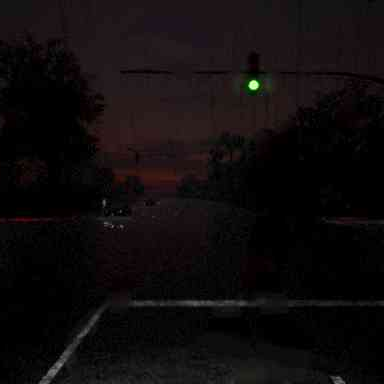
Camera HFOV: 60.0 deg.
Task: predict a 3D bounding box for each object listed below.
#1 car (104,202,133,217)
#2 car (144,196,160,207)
[{"bbox_3d":[-7.115,1.718,32.672,1.812,1.442,4.674,0,1,4],"label":"car"},{"bbox_3d":[-7.072,1.775,56.826,1.837,1.490,4.892,0,2,-1],"label":"car"}]
